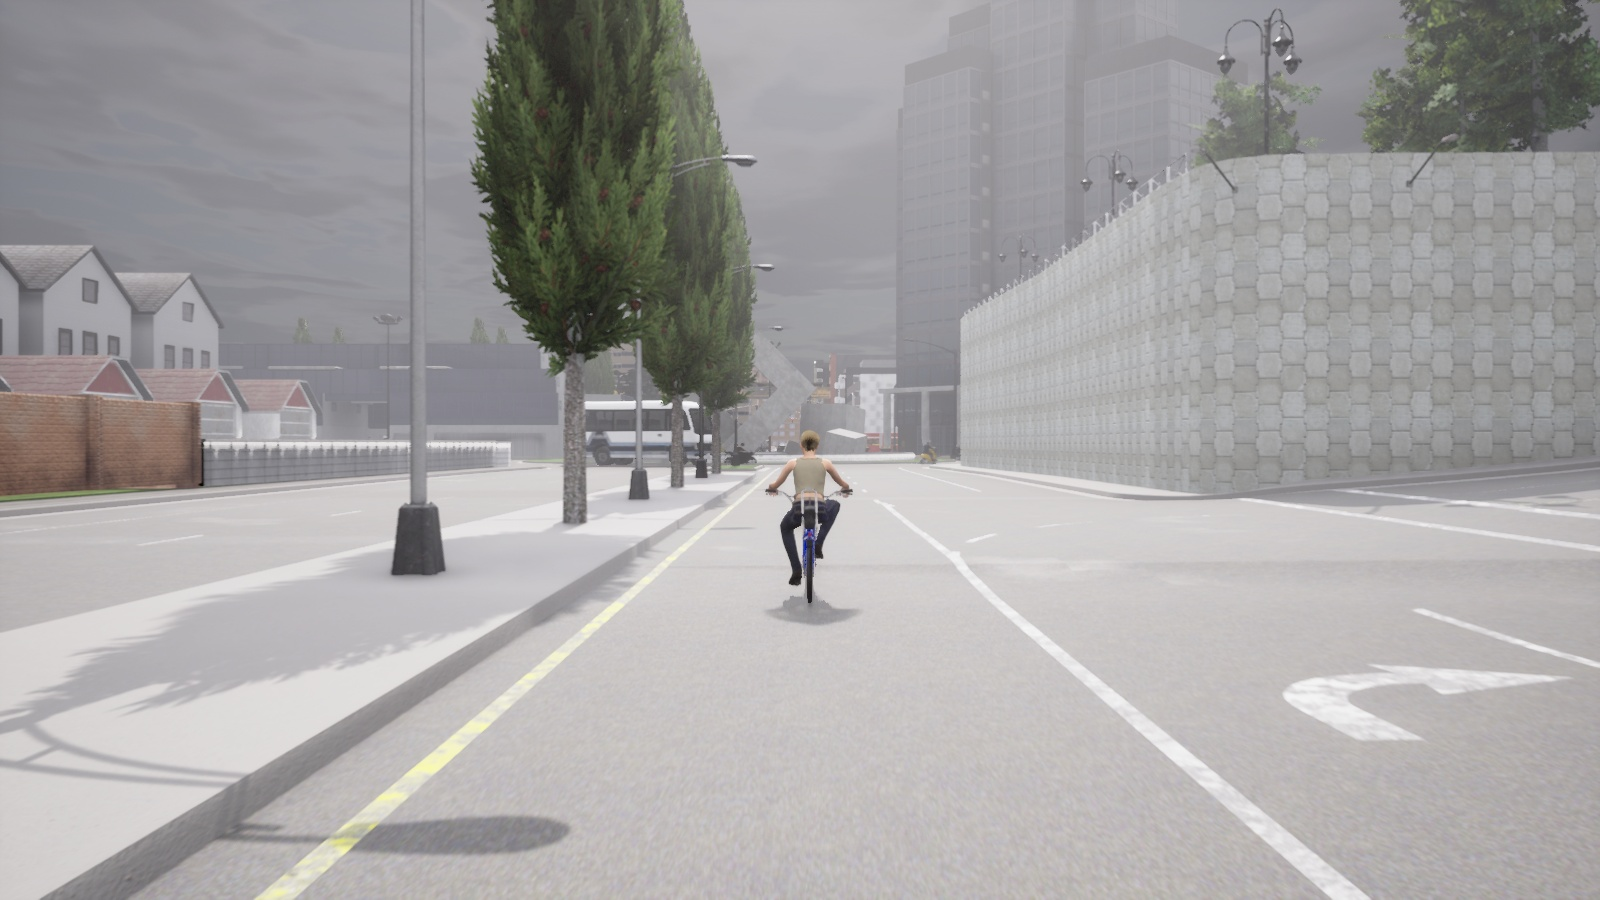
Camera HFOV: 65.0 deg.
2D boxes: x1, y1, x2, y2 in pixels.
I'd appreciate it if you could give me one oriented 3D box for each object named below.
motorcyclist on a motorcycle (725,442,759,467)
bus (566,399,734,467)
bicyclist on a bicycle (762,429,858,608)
[{"bbox_3d":[-3.588,0.287,77.895,2.044,1.523,0.797,0,0,-1],"label":"motorcyclist on a motorcycle"},{"bbox_3d":[-9.797,-1.100,81.956,10.273,4.253,3.944,0,1,23],"label":"bus"},{"bbox_3d":[0.089,0.615,12.079,0.866,1.612,1.509,0,0,0],"label":"bicyclist on a bicycle"}]
